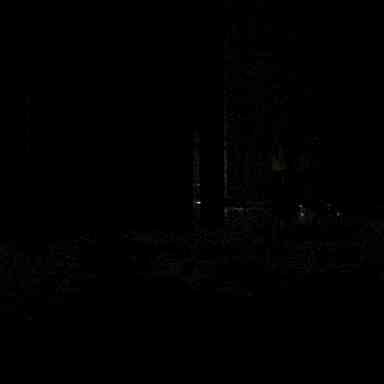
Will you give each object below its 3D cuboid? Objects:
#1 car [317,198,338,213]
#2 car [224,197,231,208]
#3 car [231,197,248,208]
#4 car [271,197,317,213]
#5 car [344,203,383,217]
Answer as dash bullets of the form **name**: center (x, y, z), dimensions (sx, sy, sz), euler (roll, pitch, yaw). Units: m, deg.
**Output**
- **car**: center (14.281, 1.429, 38.107), dimensions (2.097, 1.767, 4.553), euler (0, 0, -35)
- **car**: center (3.080, 1.600, 48.349), dimensions (1.812, 1.442, 4.674), euler (0, 0, -35)
- **car**: center (6.160, 1.554, 49.620), dimensions (1.882, 1.535, 5.008), euler (0, 1, -35)
- **car**: center (11.034, 1.426, 37.067), dimensions (2.097, 1.767, 4.553), euler (0, 0, -35)
- **car**: center (16.290, 1.679, 29.626), dimensions (1.895, 1.301, 4.718), euler (0, 0, -38)
